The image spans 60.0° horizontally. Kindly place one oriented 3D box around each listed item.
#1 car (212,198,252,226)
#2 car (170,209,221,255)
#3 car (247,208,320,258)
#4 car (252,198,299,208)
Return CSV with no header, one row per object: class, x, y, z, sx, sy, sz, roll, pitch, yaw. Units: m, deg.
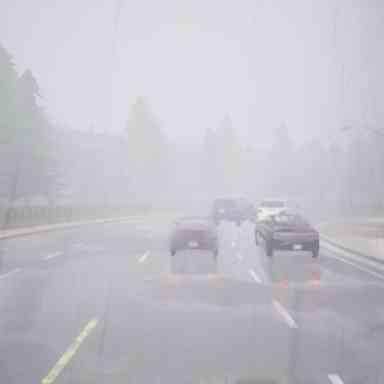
car,3.392,1.502,26.221,2.150,2.045,5.566,0,0,28
car,0.201,1.673,13.879,1.812,1.442,4.674,0,0,4
car,3.666,1.636,13.467,2.128,1.511,4.902,0,0,4
car,6.568,1.487,24.741,2.150,2.045,5.566,0,0,28
